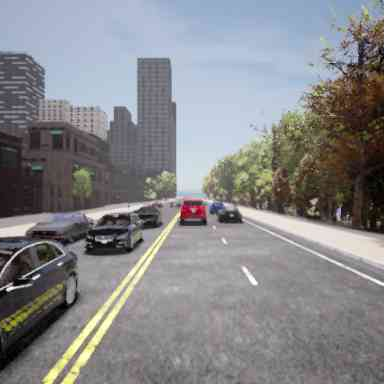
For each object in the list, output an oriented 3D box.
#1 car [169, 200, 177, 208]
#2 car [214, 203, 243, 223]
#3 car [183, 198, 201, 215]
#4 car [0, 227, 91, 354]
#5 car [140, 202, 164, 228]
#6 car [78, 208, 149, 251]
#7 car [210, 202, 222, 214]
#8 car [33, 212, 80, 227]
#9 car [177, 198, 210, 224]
[{"bbox_3d":[-3.280,2.312,64.203,2.128,1.511,4.902,0,-1,0],"label":"car"},{"bbox_3d":[3.338,1.942,29.869,1.994,1.385,4.181,0,-1,0],"label":"car"},{"bbox_3d":[0.044,1.772,43.676,2.150,2.045,5.566,0,0,0],"label":"car"},{"bbox_3d":[-3.352,1.575,5.361,1.837,1.490,4.892,0,-1,0],"label":"car"},{"bbox_3d":[-3.311,1.800,25.471,1.882,1.535,5.008,0,-1,0],"label":"car"},{"bbox_3d":[-3.344,1.697,15.122,1.837,1.490,4.892,0,-1,0],"label":"car"},{"bbox_3d":[3.295,2.033,44.186,1.882,1.535,5.008,0,-1,0],"label":"car"},{"bbox_3d":[-6.596,1.768,17.361,2.033,1.411,5.357,0,-1,0],"label":"car"},{"bbox_3d":[0.093,1.581,28.296,2.150,2.045,5.566,0,-1,-1],"label":"car"}]
